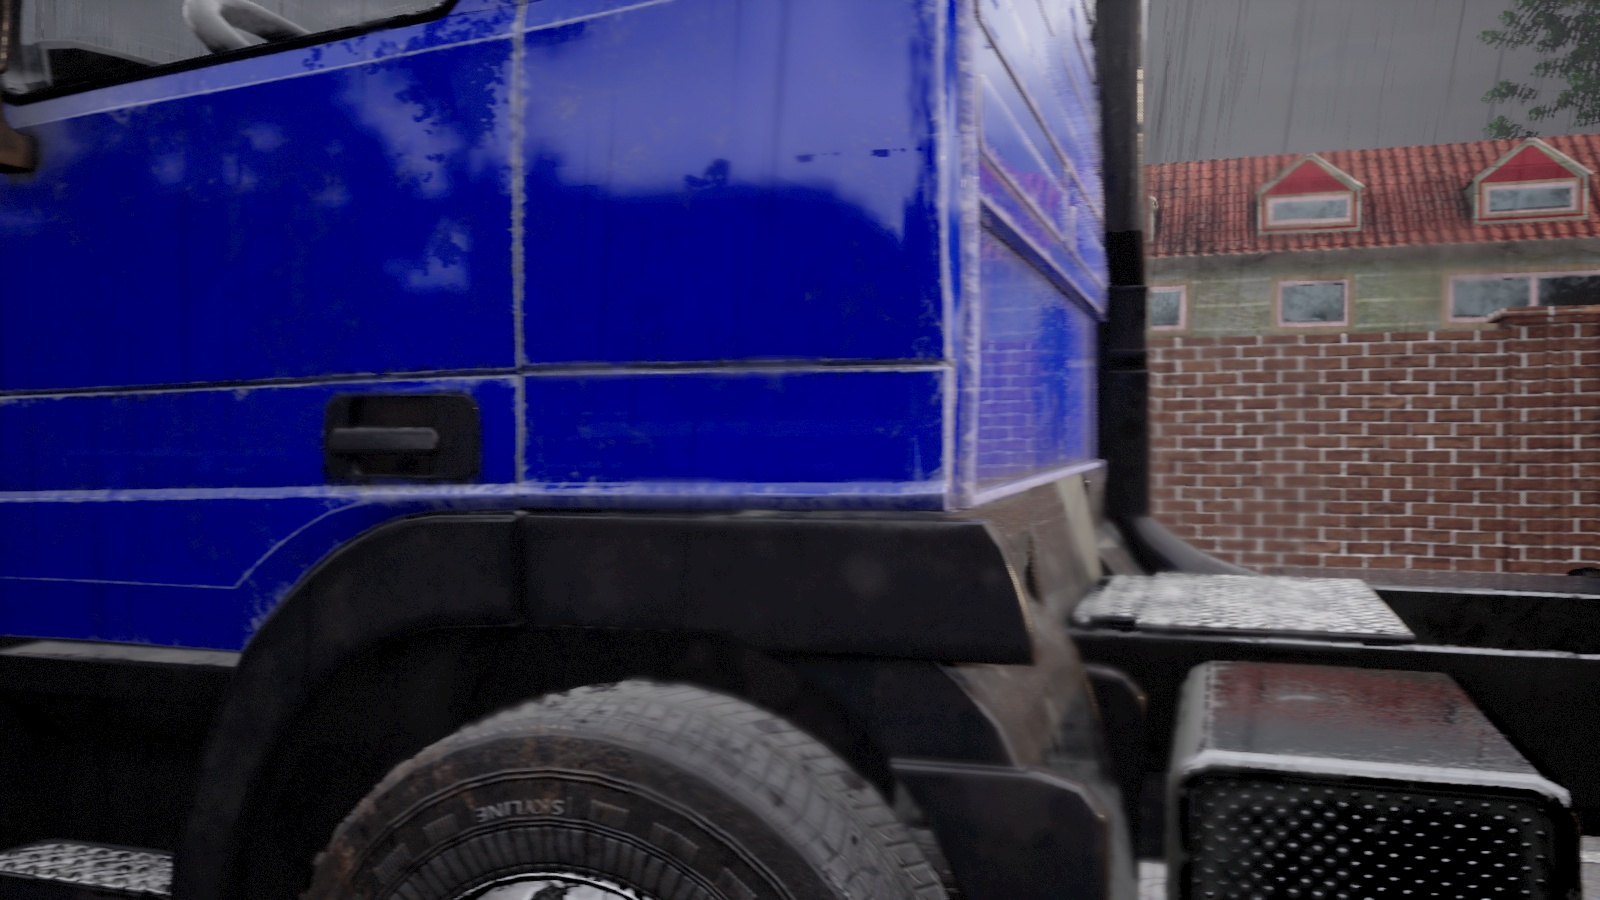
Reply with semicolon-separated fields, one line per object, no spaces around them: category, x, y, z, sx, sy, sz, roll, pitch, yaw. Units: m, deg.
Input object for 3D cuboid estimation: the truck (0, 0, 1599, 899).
truck;2.206;-0.186;2.436;7.936;3.462;2.891;1;1;19
